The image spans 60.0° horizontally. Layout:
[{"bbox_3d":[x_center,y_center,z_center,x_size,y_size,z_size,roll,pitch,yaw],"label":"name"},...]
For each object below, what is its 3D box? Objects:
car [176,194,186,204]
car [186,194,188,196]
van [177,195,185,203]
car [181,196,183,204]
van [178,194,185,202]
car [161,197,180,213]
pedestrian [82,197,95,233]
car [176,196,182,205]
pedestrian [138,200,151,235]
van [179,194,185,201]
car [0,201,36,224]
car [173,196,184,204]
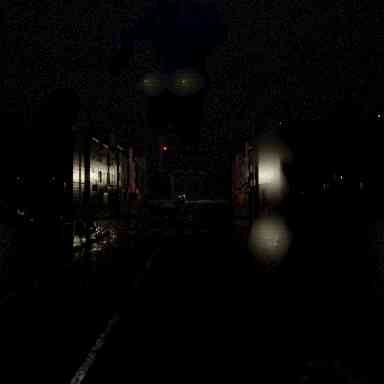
[{"bbox_3d":[-2.637,1.544,60.807,1.967,1.590,4.097,0,0,0],"label":"car"},{"bbox_3d":[-2.638,1.457,72.018,2.192,1.841,5.009,0,0,0],"label":"car"},{"bbox_3d":[-2.638,1.503,77.624,1.690,1.788,3.998,0,0,0],"label":"van"},{"bbox_3d":[-2.637,1.652,49.596,1.802,1.307,4.206,0,0,0],"label":"car"},{"bbox_3d":[-2.639,1.524,83.229,1.690,1.788,3.998,0,0,0],"label":"van"},{"bbox_3d":[-2.635,1.569,38.216,1.752,1.417,4.829,0,0,0],"label":"car"},{"bbox_3d":[-5.240,1.152,16.928,0.375,1.860,0.375,0,0,0],"label":"pedestrian"},{"bbox_3d":[-2.636,1.601,43.991,1.887,1.381,4.507,0,0,0],"label":"car"},{"bbox_3d":[-2.492,1.305,17.528,0.375,1.860,0.375,0,0,0],"label":"pedestrian"},{"bbox_3d":[-2.639,1.546,88.835,1.690,1.788,3.998,0,0,0],"label":"van"},{"bbox_3d":[-13.469,1.383,23.307,4.553,1.767,2.097,0,0,-1],"label":"car"},{"bbox_3d":[-2.638,1.562,66.412,1.967,1.590,4.097,0,0,0],"label":"car"}]
